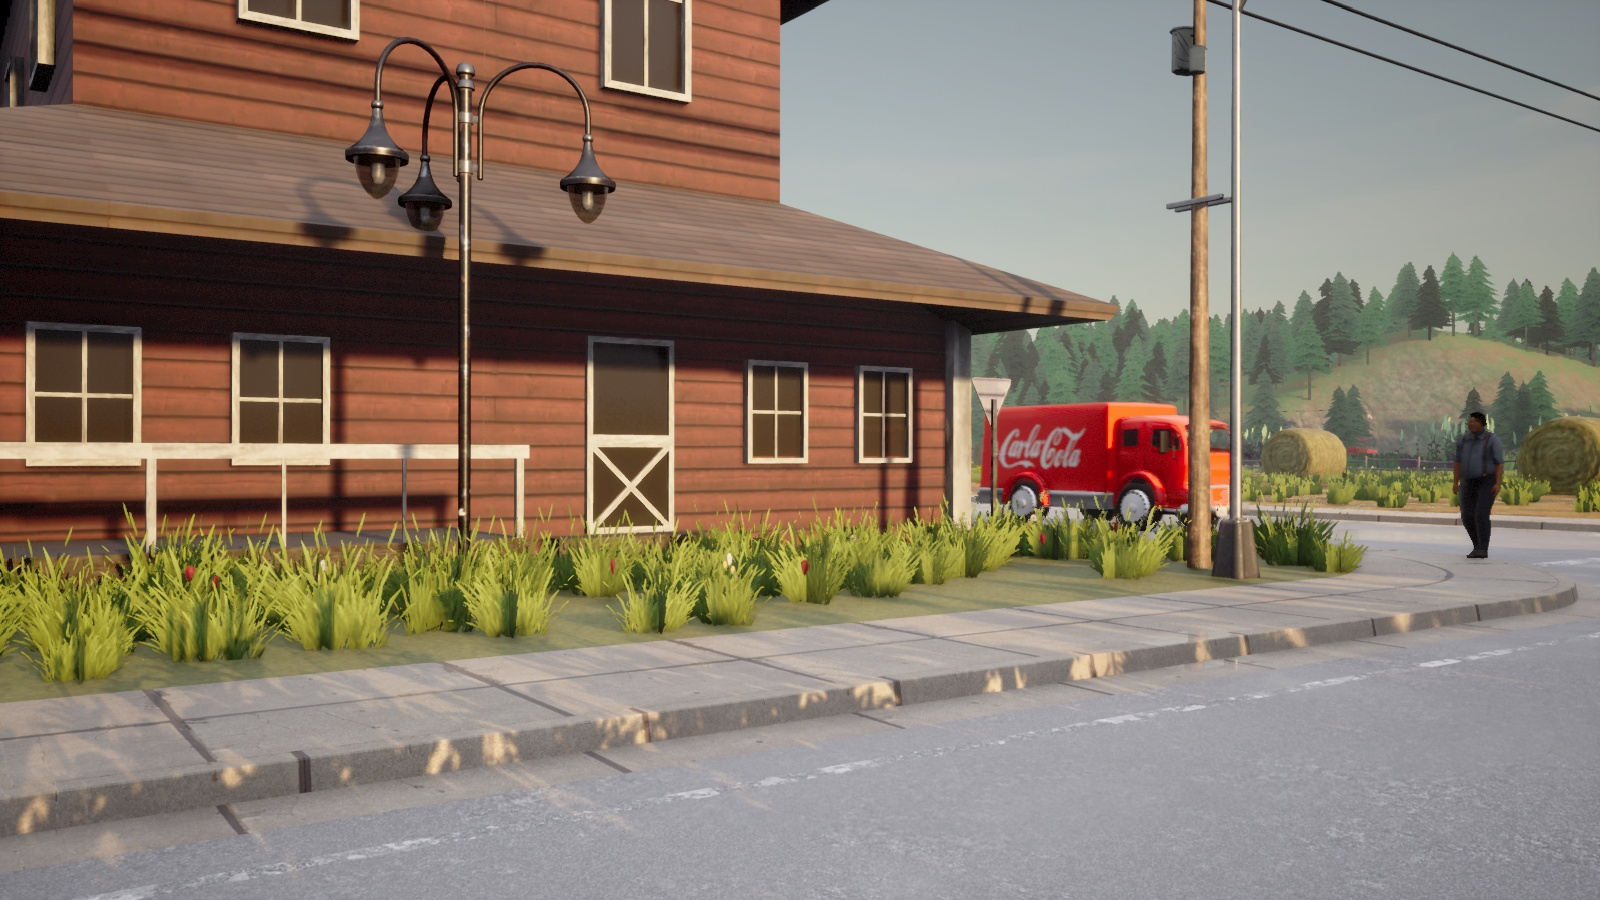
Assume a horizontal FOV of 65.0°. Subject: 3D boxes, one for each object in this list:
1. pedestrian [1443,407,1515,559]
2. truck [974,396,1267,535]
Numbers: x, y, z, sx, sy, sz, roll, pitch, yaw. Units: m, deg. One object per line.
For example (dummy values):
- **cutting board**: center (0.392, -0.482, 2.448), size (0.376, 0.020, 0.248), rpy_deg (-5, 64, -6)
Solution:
- **pedestrian**: center (8.481, 0.401, 15.690), size (0.694, 1.848, 0.540), rpy_deg (0, 0, -36)
- **truck**: center (6.245, 0.279, 25.115), size (2.627, 2.467, 5.204), rpy_deg (0, 0, -36)
